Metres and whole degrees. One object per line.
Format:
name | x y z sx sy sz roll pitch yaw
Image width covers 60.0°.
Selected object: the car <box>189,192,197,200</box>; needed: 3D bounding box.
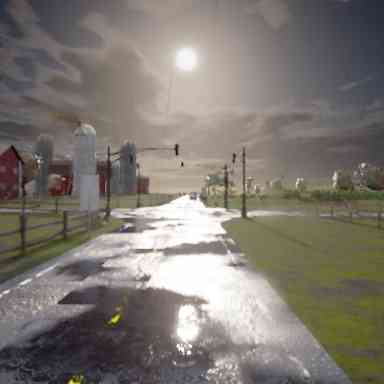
car | 0.263 1.393 87.748 2.128 1.511 4.902 0 0 0
